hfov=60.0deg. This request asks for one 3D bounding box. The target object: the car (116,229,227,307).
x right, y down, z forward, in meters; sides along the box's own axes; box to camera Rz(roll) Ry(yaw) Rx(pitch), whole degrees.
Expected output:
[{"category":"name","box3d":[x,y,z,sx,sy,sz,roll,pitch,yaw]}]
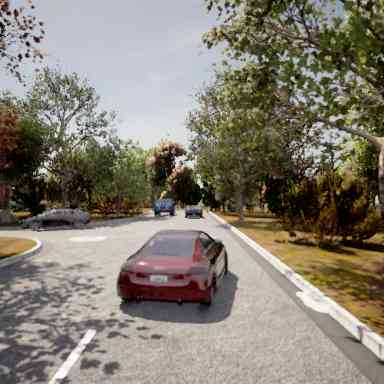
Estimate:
[{"category":"car","box3d":[-0.254,1.612,8.225,1.994,1.385,4.181,0,0,10]}]

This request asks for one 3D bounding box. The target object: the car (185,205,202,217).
[{"category":"car","box3d":[0.162,2.169,37.763,1.895,1.301,4.718,0,-1,-1]}]

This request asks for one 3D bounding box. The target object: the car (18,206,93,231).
[{"category":"car","box3d":[-9.874,2.010,24.435,4.902,1.511,2.128,0,-2,-24]}]

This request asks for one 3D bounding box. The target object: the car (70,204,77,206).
[{"category":"car","box3d":[-24.163,2.748,62.694,5.008,1.535,1.882,0,-2,1]}]

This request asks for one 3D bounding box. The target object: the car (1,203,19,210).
[{"category":"car","box3d":[-32.601,2.696,60.933,4.892,1.490,1.837,-1,-2,12]}]

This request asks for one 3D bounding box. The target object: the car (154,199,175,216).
[{"category":"car","box3d":[-3.309,1.860,40.654,2.150,2.045,5.566,0,-2,1]}]
